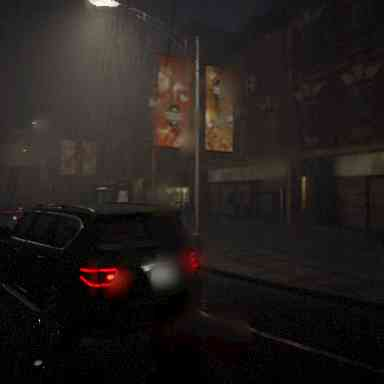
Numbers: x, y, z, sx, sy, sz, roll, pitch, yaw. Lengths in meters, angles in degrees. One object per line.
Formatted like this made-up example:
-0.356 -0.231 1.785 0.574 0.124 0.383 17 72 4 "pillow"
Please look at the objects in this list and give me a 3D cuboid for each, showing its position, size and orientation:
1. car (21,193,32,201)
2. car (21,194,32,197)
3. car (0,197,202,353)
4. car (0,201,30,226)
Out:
-40.251 1.258 80.777 2.185 1.767 4.553 1 0 -29 "car"
-35.131 1.399 71.295 2.231 1.521 4.892 0 0 -19 "car"
-2.237 1.224 6.510 2.150 2.045 5.566 0 0 -43 "car"
-13.015 1.471 24.371 1.837 1.490 4.892 0 0 -29 "car"
